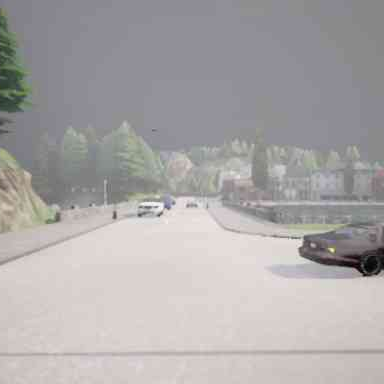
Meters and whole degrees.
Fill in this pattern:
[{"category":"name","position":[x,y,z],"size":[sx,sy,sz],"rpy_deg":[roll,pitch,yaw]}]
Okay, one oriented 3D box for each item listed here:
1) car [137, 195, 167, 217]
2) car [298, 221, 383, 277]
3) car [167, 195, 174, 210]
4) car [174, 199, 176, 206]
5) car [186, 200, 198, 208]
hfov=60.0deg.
[{"category":"car","position":[-4.098,1.416,33.781],"size":[2.150,2.045,5.566],"rpy_deg":[0,0,0]},{"category":"car","position":[6.035,1.606,10.039],"size":[5.357,1.411,2.033],"rpy_deg":[0,-1,-8]},{"category":"car","position":[-4.080,1.484,46.697],"size":[2.150,2.045,5.566],"rpy_deg":[0,0,0]},{"category":"car","position":[-4.021,1.989,64.108],"size":[1.895,1.301,4.718],"rpy_deg":[0,0,0]},{"category":"car","position":[-0.018,1.914,54.468],"size":[1.895,1.301,4.718],"rpy_deg":[0,0,0]}]
